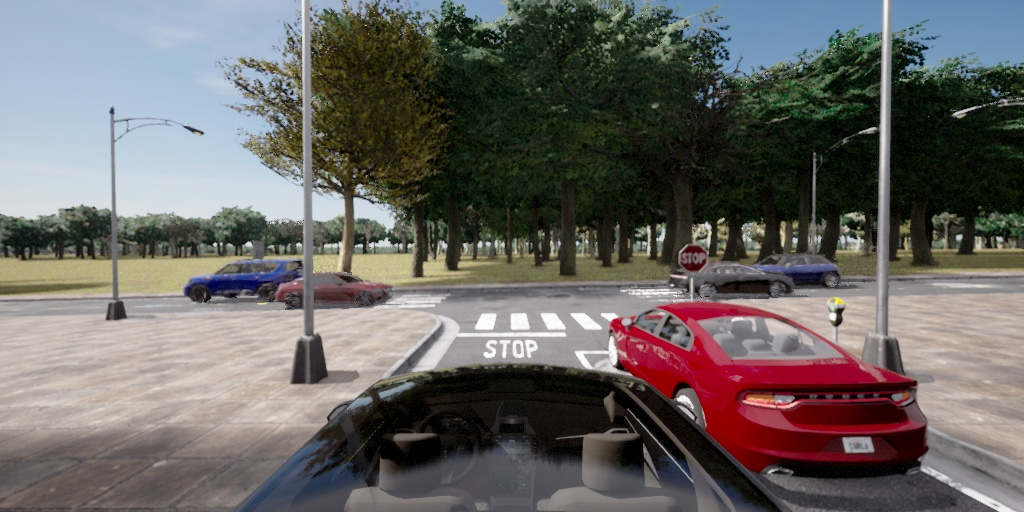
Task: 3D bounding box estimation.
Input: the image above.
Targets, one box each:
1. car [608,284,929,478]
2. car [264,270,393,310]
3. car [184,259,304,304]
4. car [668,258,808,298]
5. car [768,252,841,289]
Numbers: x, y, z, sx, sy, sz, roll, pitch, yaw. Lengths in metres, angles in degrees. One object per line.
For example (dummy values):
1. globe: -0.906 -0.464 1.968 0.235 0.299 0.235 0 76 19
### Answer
1. car: 2.632 1.295 4.946 1.888 1.381 4.507 0 0 0
2. car: -7.540 1.444 15.373 4.674 1.442 1.812 -1 1 0
3. car: -13.339 1.232 18.312 5.566 2.045 2.150 -1 1 0
4. car: 9.288 1.016 15.393 4.902 1.511 2.128 -1 1 0
5. car: 13.850 0.724 18.344 4.553 1.767 2.097 -1 1 0
